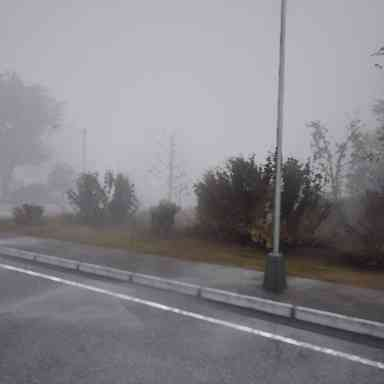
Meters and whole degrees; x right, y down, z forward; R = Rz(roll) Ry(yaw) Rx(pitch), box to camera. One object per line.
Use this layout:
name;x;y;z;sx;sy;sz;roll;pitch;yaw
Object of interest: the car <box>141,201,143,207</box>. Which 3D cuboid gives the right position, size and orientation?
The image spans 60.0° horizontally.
car;-10.423;1.709;58.592;2.097;1.767;4.553;2;-2;20
